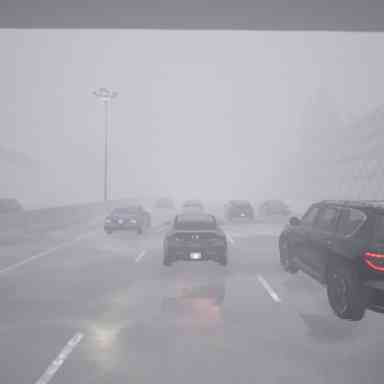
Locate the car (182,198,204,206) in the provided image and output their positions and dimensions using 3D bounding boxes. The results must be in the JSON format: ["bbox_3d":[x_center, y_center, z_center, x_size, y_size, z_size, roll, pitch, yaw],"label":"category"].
[{"bbox_3d":[0.093,1.308,29.819,1.882,1.535,5.008,0,0,0],"label":"car"}]

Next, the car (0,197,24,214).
[{"bbox_3d":[-14.024,1.218,23.748,2.097,1.767,4.553,0,0,0],"label":"car"}]

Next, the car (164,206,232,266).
[{"bbox_3d":[0.098,1.440,11.324,1.837,1.490,4.892,0,0,0],"label":"car"}]

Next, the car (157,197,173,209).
[{"bbox_3d":[-3.410,1.329,41.473,1.994,1.385,4.181,0,0,0],"label":"car"}]

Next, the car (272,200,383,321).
[{"bbox_3d":[3.598,1.179,7.330,2.150,2.045,5.566,0,0,0],"label":"car"}]

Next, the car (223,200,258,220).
[{"bbox_3d":[3.594,1.356,25.985,1.837,1.490,4.892,0,0,0],"label":"car"}]

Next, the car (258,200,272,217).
[{"bbox_3d":[7.093,1.380,29.278,2.033,1.411,5.357,0,0,0],"label":"car"}]

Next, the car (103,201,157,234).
[{"bbox_3d":[-3.406,1.443,18.385,2.033,1.411,5.357,0,0,0],"label":"car"}]
